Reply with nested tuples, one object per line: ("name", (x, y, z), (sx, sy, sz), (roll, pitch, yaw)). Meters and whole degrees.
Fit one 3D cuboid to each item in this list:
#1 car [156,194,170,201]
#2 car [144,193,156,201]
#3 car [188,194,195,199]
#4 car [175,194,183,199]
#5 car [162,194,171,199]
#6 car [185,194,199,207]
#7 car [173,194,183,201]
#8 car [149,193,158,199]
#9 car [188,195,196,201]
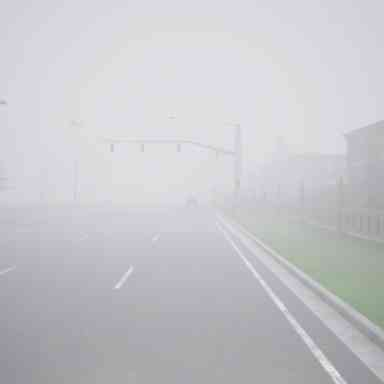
("car", (-7.033, 1.337, 81.161), (1.882, 1.535, 5.008), (0, 0, 0))
("car", (-10.533, 1.411, 81.543), (1.994, 1.385, 4.181), (0, 0, 0))
("car", (-0.037, 1.208, 91.583), (1.812, 1.442, 4.674), (0, 0, 0))
("car", (-3.537, 1.279, 91.612), (1.895, 1.301, 4.718), (0, 0, 0))
("car", (-7.037, 1.236, 91.580), (1.994, 1.385, 4.181), (0, 0, 0))
("car", (-0.021, 1.422, 50.551), (1.837, 1.490, 4.892), (0, 0, 0))
("car", (-3.533, 1.385, 81.162), (2.128, 1.511, 4.902), (0, 0, 0))
("car", (-10.537, 1.038, 91.549), (2.097, 1.767, 4.553), (0, 0, 0))
("car", (-0.033, 1.400, 81.164), (2.033, 1.411, 5.357), (0, 0, 0))
